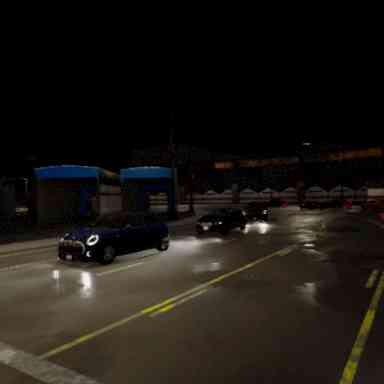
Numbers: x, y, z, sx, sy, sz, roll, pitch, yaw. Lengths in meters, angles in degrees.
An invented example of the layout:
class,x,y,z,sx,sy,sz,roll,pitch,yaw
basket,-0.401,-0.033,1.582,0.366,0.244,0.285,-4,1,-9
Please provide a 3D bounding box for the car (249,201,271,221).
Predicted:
class,x,y,z,sx,sy,sz,roll,pitch,yaw
car,5.792,1.672,30.034,2.097,1.767,4.553,-1,-1,14

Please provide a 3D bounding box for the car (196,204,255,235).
class,x,y,z,sx,sy,sz,roll,pitch,yaw
car,1.954,1.766,20.826,2.128,1.511,4.902,-2,-1,29

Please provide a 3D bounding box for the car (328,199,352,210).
class,x,y,z,sx,sy,sz,roll,pitch,yaw
car,20.922,1.716,47.995,1.882,1.535,5.008,-1,-1,-11

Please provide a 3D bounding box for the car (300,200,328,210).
class,x,y,z,sx,sy,sz,roll,pitch,yaw
car,17.203,1.884,47.940,1.994,1.385,4.181,-1,-1,-8

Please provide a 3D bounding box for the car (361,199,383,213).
class,x,y,z,sx,sy,sz,roll,pitch,yaw
car,21.407,1.569,38.441,1.882,1.535,5.008,-1,-1,1

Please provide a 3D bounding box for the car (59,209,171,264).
class,x,y,z,sx,sy,sz,roll,pitch,yaw
car,-2.888,1.625,13.150,2.097,1.767,4.553,-2,-1,35

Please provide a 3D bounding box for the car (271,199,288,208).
class,x,y,z,sx,sy,sz,roll,pitch,yaw
car,14.509,1.994,57.576,1.882,1.535,5.008,-1,-1,-23
